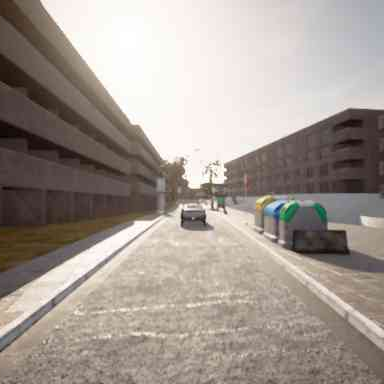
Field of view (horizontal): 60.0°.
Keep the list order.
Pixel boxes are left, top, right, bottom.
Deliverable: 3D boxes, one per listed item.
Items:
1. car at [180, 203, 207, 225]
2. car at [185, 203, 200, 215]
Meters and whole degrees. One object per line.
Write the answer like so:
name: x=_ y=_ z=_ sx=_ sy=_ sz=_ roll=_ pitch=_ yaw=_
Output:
car: x=0.093 y=1.648 z=25.122 sx=2.128 sy=1.511 sz=4.902 roll=0 pitch=-1 yaw=0
car: x=0.089 y=2.192 z=42.985 sx=1.812 sy=1.442 sz=4.674 roll=0 pitch=-2 yaw=0
